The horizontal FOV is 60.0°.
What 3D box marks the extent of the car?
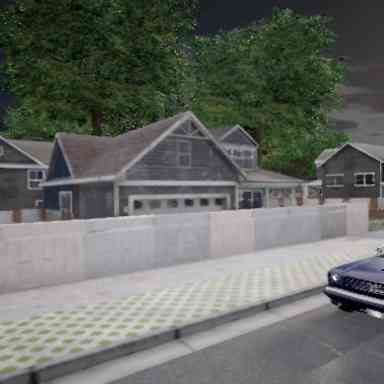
[{"bbox_3d":[4.606,1.527,6.366,4.718,1.301,1.895,-1,0,-36],"label":"car"}]
